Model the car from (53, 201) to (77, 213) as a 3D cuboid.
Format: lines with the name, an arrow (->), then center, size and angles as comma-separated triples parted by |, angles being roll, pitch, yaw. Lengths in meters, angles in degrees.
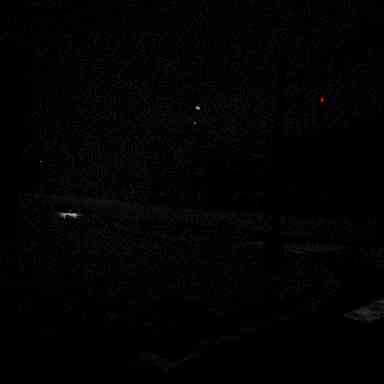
car -> -16.068, 1.869, 41.947 | 2.033, 1.411, 5.357 | 4, -2, -35
